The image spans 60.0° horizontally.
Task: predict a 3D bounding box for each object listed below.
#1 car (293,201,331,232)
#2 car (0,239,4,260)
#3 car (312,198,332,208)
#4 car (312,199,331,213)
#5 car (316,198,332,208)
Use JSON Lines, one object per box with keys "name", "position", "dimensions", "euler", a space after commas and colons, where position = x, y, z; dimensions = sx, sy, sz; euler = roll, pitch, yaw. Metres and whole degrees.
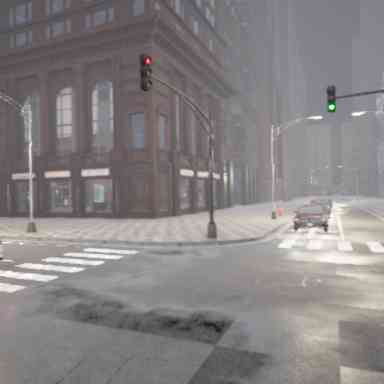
{"name": "car", "position": [7.261, 1.496, 20.166], "dimensions": [1.812, 1.442, 4.674], "euler": [-1, 0, 23]}
{"name": "car", "position": [-8.033, 1.722, 10.604], "dimensions": [4.674, 1.442, 1.812], "euler": [-1, 0, 26]}
{"name": "car", "position": [10.835, 1.466, 28.616], "dimensions": [1.837, 1.490, 4.892], "euler": [-1, 0, 23]}
{"name": "car", "position": [14.716, 1.554, 37.647], "dimensions": [1.895, 1.301, 4.718], "euler": [-1, 0, 23]}
{"name": "car", "position": [18.563, 1.515, 46.781], "dimensions": [1.994, 1.385, 4.181], "euler": [-1, 0, 23]}
